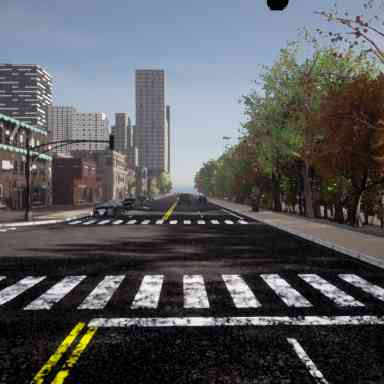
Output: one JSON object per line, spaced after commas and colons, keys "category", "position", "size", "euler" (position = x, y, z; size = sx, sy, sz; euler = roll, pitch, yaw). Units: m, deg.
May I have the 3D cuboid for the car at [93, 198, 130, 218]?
{"category": "car", "position": [-7.392, 1.483, 29.794], "size": [2.128, 1.511, 4.902], "euler": [0, 0, 1]}

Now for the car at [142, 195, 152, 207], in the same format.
{"category": "car", "position": [-7.821, 1.333, 51.704], "size": [2.097, 1.767, 4.553], "euler": [0, 0, -1]}

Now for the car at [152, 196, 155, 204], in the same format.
{"category": "car", "position": [-8.026, 1.468, 61.967], "size": [2.128, 1.511, 4.902], "euler": [0, 0, -1]}

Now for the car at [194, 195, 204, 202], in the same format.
{"category": "car", "position": [1.508, 1.471, 72.992], "size": [1.837, 1.490, 4.892], "euler": [0, 0, -1]}

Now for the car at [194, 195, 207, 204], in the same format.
{"category": "car", "position": [1.851, 1.454, 62.887], "size": [1.882, 1.535, 5.008], "euler": [0, 0, -1]}

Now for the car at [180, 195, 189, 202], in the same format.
{"category": "car", "position": [-1.751, 1.447, 74.245], "size": [1.882, 1.535, 5.008], "euler": [0, 0, -1]}

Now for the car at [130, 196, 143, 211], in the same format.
{"category": "car", "position": [-7.572, 1.492, 41.194], "size": [1.837, 1.490, 4.892], "euler": [0, 0, -1]}

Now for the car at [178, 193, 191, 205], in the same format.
{"category": "car", "position": [-1.308, 1.200, 59.121], "size": [2.150, 2.045, 5.566], "euler": [0, 0, -1]}
